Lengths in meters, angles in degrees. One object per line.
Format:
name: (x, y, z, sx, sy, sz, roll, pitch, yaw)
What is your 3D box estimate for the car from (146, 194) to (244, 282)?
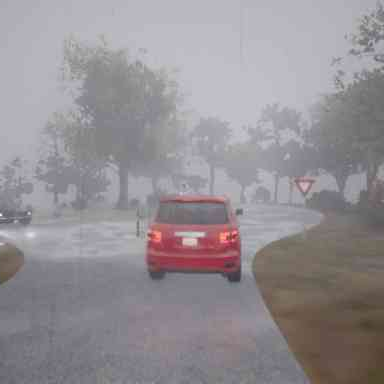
car: (0.268, 1.063, 9.480, 2.150, 2.045, 5.566, 0, 1, 7)

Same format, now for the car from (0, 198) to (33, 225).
car: (-11.263, 1.272, 19.511, 4.718, 1.301, 1.895, 1, 1, 39)

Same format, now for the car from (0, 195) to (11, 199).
car: (-19.813, 1.003, 33.355, 1.994, 1.385, 4.181, 0, 1, 5)
